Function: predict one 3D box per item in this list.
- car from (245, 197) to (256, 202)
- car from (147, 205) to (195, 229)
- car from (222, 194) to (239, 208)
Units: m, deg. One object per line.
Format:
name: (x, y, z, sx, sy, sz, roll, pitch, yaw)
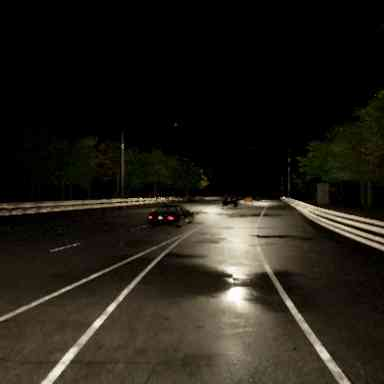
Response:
car: (15.022, 1.953, 87.566, 1.882, 1.535, 5.008, 0, -1, 14)
car: (-1.247, 1.551, 21.777, 2.033, 1.411, 5.357, 0, 0, 14)
car: (6.050, 1.311, 51.537, 2.150, 2.045, 5.566, 0, 0, 14)
